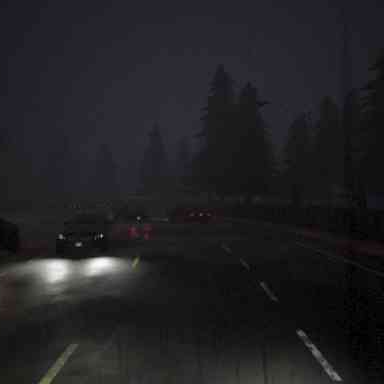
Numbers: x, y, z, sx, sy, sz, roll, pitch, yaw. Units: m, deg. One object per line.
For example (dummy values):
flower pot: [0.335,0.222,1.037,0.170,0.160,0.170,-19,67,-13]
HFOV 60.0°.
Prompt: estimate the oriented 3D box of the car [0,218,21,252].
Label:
car: [-7.558,1.578,11.476,1.812,1.442,4.674,0,0,-5]

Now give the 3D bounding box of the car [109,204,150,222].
car: [-5.105,1.725,27.494,1.895,1.301,4.718,0,0,-28]

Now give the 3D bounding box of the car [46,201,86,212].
car: [-15.403,1.727,39.888,5.357,1.411,2.033,0,0,39]

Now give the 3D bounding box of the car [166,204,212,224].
car: [-0.363,1.664,25.828,2.033,1.411,5.357,0,0,-24]

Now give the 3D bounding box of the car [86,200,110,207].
car: [-11.727,1.712,41.278,4.674,1.442,1.812,0,0,42]

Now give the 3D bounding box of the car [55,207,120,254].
car: [-4.302,1.590,14.069,1.812,1.442,4.674,0,0,-8]
